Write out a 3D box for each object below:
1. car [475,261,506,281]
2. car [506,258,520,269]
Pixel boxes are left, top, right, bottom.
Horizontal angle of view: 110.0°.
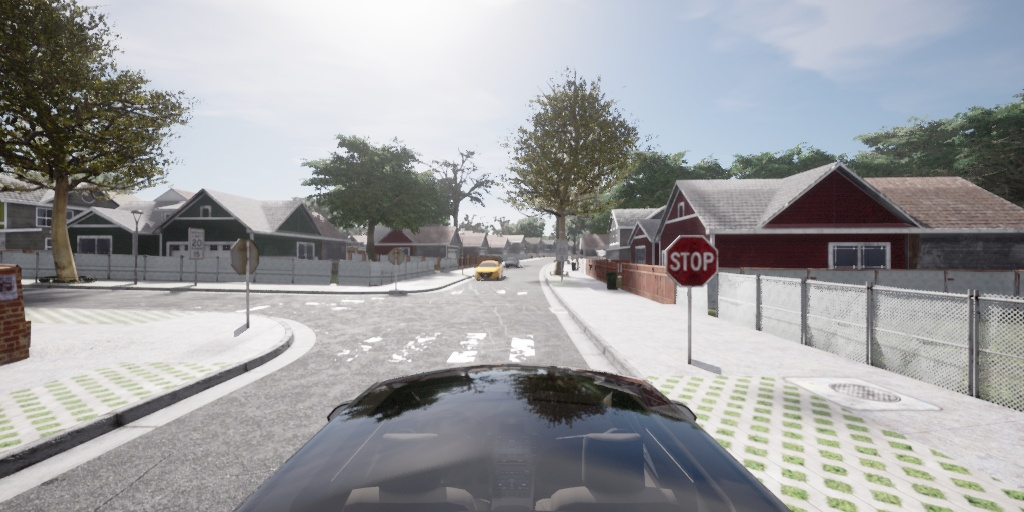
[{"bbox_3d":[-1.836,1.173,29.587,1.882,1.535,5.008,0,1,4],"label":"car"},{"bbox_3d":[0.047,1.000,50.756,1.837,1.490,4.892,0,1,6],"label":"car"}]
